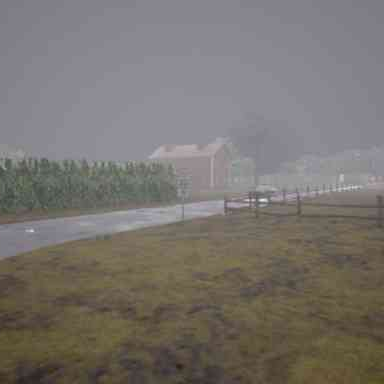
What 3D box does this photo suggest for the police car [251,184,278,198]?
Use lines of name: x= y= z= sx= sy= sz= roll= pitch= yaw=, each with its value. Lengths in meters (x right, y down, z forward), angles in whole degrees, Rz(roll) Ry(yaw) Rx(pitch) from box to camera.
police car: x=8.912 y=-0.174 z=40.906 sx=1.930 sy=1.638 sz=5.238 roll=2 pitch=4 yaw=35
